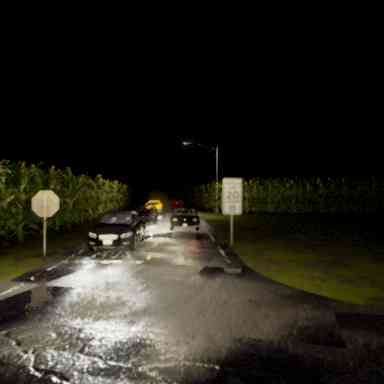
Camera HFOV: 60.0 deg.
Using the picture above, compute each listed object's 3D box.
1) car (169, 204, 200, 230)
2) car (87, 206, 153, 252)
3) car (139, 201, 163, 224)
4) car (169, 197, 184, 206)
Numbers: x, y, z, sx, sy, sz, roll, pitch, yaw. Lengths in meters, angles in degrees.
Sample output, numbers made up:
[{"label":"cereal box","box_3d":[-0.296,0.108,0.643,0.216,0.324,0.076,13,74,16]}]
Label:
[{"label":"car","box_3d":[-0.511,1.762,22.711,1.895,1.301,4.718,1,0,-2]},{"label":"car","box_3d":[-3.128,1.581,14.509,2.128,1.511,4.902,1,0,-2]},{"label":"car","box_3d":[-3.612,1.707,26.665,2.033,1.411,5.357,1,0,-3]},{"label":"car","box_3d":[-2.374,1.675,49.453,2.097,1.767,4.553,0,-1,-5]}]
